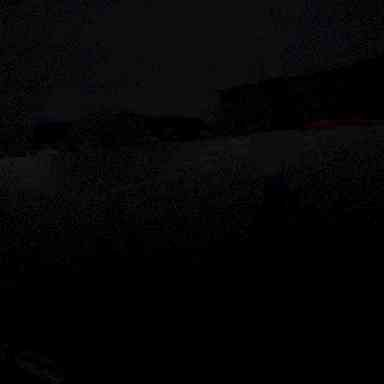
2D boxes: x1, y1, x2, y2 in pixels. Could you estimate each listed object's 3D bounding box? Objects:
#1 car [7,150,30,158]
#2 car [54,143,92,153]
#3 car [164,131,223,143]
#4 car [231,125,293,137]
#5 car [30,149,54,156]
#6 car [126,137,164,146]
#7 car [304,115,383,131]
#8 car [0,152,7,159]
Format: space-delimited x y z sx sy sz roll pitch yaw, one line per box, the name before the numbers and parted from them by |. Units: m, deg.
car | -21.665 -4.744 43.536 4.553 1.767 2.185 1 1 37
car | -12.711 -4.581 36.861 4.553 1.767 2.185 1 1 37
car | 0.489 -4.197 27.031 4.892 1.521 2.231 1 1 37
car | 5.002 -4.045 23.808 4.674 1.452 2.002 1 1 35
car | -17.116 -4.496 40.145 4.674 1.452 2.002 1 1 37
car | -3.941 -4.292 30.323 4.892 1.521 2.231 1 1 37
car | 9.584 -3.968 20.680 5.008 1.535 2.097 1 1 34
car | -26.091 -4.821 46.835 4.553 1.767 2.185 1 1 37
